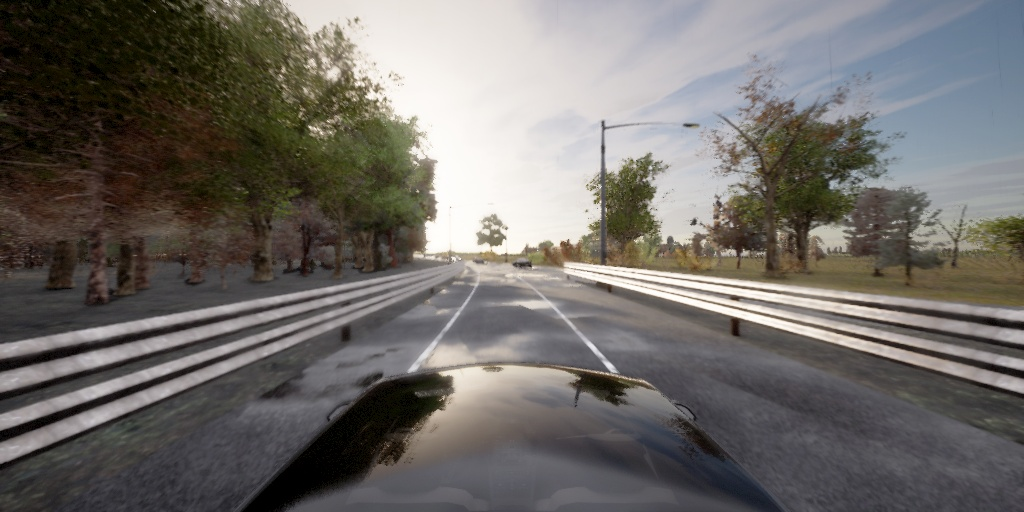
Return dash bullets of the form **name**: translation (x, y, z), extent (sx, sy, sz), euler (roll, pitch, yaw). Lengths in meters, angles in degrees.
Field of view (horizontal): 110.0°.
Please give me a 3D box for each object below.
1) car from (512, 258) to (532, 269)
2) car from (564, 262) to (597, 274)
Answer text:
- **car**: translation (1.439, 1.094, 53.746), extent (1.882, 1.535, 5.008), euler (0, 0, -17)
- **car**: translation (6.870, 1.274, 36.330), extent (1.994, 1.385, 4.181), euler (1, 0, -17)
